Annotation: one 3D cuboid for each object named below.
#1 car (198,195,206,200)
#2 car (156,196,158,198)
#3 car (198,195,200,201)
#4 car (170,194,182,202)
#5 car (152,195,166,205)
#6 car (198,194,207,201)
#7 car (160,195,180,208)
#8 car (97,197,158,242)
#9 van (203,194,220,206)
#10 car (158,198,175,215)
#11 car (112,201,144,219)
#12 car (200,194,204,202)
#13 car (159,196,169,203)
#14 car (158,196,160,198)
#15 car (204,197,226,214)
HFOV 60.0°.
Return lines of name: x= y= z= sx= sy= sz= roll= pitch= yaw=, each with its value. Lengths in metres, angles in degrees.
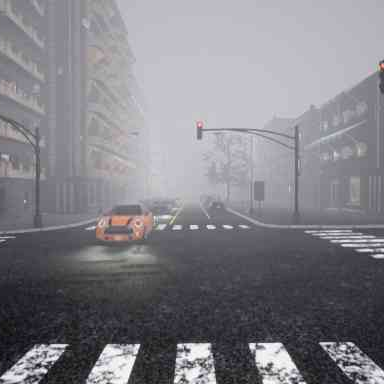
car: x=2.661 y=1.495 z=91.052 sx=1.887 sy=1.381 sz=4.507 roll=0 pitch=0 yaw=0
car: x=-5.705 y=1.531 z=41.255 sx=1.887 sy=1.381 sz=4.507 roll=0 pitch=0 yaw=0
car: x=2.663 y=1.280 z=74.451 sx=2.192 sy=1.841 sz=5.009 roll=0 pitch=0 yaw=0
car: x=-3.020 y=1.167 z=63.286 sx=2.033 sy=1.411 sz=5.357 roll=0 pitch=0 yaw=0
car: x=-5.712 y=1.417 z=57.856 sx=1.967 sy=1.590 sz=4.097 roll=0 pitch=0 yaw=0
car: x=2.661 y=1.396 z=85.518 sx=1.967 sy=1.590 sz=4.097 roll=0 pitch=0 yaw=0
car: x=-3.107 y=1.547 z=47.170 sx=1.994 sy=1.385 sz=4.181 roll=0 pitch=0 yaw=0
car: x=-3.122 y=1.341 z=16.289 sx=2.097 sy=1.767 sz=4.553 roll=-1 pitch=1 yaw=0
van: x=2.673 y=1.327 z=41.250 sx=1.690 sy=1.788 sz=3.998 roll=0 pitch=0 yaw=0
car: x=-3.111 y=1.554 z=33.338 sx=1.994 sy=1.385 sz=4.181 roll=0 pitch=0 yaw=0
car: x=-5.703 y=1.542 z=30.188 sx=2.008 sy=1.369 sz=4.403 roll=0 pitch=0 yaw=0
car: x=2.671 y=1.420 z=52.318 sx=1.967 sy=1.590 sz=4.097 roll=0 pitch=0 yaw=0
car: x=-5.713 y=1.551 z=68.923 sx=1.802 sy=1.307 sz=4.206 roll=0 pitch=0 yaw=0
car: x=-5.709 y=1.562 z=52.323 sx=1.802 sy=1.307 sz=4.206 roll=0 pitch=0 yaw=0
car: x=2.677 y=1.555 z=35.717 sx=1.947 sy=1.339 sz=4.313 roll=0 pitch=0 yaw=0
